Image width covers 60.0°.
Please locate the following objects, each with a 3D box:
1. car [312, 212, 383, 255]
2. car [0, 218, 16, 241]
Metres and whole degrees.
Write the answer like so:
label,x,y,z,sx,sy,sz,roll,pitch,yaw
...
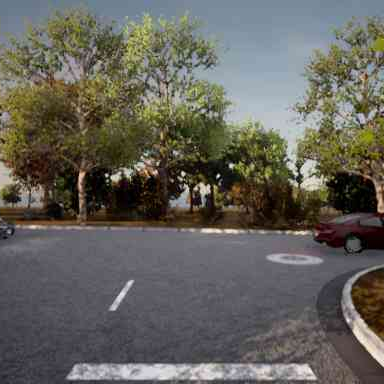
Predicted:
label,x,y,z,sx,sy,sz,roll,pitch,yaw
car,7.362,1.588,13.095,5.008,1.535,1.882,2,-1,0
car,-9.464,1.254,13.041,4.674,1.442,1.812,1,-1,0
